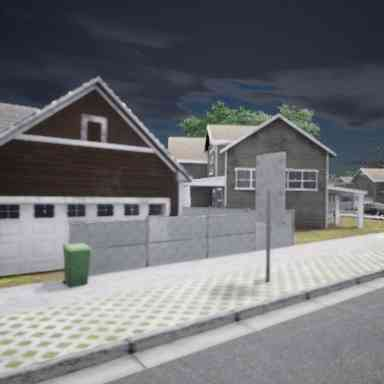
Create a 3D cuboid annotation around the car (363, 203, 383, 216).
[{"bbox_3d":[21.267,2.023,38.165,1.837,1.490,4.892,1,-2,-5],"label":"car"}]
